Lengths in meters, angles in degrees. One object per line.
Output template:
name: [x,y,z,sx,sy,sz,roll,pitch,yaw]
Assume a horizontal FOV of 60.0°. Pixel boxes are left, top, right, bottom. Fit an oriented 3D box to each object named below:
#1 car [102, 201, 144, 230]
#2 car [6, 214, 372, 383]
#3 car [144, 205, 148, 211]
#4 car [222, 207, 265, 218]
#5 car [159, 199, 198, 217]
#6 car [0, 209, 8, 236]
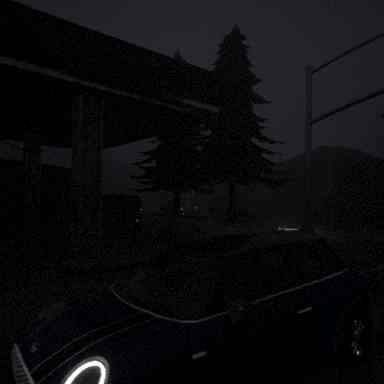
car: [-4.539,1.446,18.283,1.905,1.878,3.866,1,0,-36]
car: [0.241,1.399,4.200,4.553,1.767,2.097,-2,1,-36]
car: [-7.487,1.664,41.317,2.033,1.411,5.357,1,0,-35]
car: [4.080,1.815,25.013,1.994,1.385,4.181,1,0,-35]
car: [-1.339,1.540,32.653,2.097,1.767,4.553,1,0,-36]
car: [-11.671,1.520,18.466,2.242,1.667,4.611,1,0,-36]
